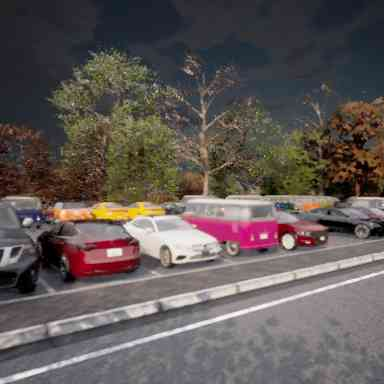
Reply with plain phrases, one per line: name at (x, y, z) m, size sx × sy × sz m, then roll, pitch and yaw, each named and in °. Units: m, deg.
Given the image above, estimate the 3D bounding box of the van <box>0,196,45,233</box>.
van at (-10.703, 1.262, 20.831) m, size 1.878 × 1.987 × 4.442 m, roll 0°, pitch 0°, yaw -35°

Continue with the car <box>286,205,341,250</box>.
car at (3.567, 1.512, 14.801) m, size 2.097 × 1.535 × 5.008 m, roll 0°, pitch 0°, yaw -35°

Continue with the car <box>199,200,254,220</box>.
car at (3.010, 1.534, 30.230) m, size 1.946 × 1.575 × 5.366 m, roll 0°, pitch 0°, yaw -35°

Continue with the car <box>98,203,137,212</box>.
car at (-6.222, 1.504, 23.873) m, size 2.097 × 1.535 × 5.008 m, roll 0°, pitch 0°, yaw -35°

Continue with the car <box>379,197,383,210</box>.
car at (32.232, 1.855, 51.241) m, size 2.435 × 2.045 × 5.566 m, roll 1°, pitch -1°, yaw -35°

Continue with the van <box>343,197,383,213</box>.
van at (23.022, 1.667, 44.857) m, size 1.878 × 1.987 × 4.442 m, roll 1°, pitch -1°, yaw -35°

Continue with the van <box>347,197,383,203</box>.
van at (12.683, 1.319, 21.145) m, size 1.878 × 1.987 × 4.442 m, roll 0°, pitch 0°, yaw -35°

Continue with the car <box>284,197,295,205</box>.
car at (7.410, 1.553, 33.598) m, size 2.097 × 1.535 × 5.008 m, roll 0°, pitch 0°, yaw -35°

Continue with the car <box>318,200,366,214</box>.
car at (18.680, 1.790, 41.613) m, size 2.097 × 1.535 × 5.008 m, roll 1°, pitch -1°, yaw -35°

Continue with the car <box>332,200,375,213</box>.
car at (20.934, 1.883, 43.223) m, size 2.002 × 1.452 × 4.674 m, roll 1°, pitch -1°, yaw -35°

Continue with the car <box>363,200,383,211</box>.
car at (27.703, 2.001, 48.042) m, size 2.097 × 1.535 × 5.008 m, roll 1°, pitch -1°, yaw -35°

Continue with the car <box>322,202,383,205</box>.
car at (10.352, 1.577, 19.631) m, size 2.002 × 1.452 × 4.674 m, roll 0°, pitch 0°, yaw -35°

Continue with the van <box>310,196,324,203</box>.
van at (11.845, 1.406, 36.894) m, size 1.878 × 1.987 × 4.442 m, roll 1°, pitch -1°, yaw -35°

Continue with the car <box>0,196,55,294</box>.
car at (-5.457, 1.228, 8.330) m, size 2.435 × 2.045 × 5.566 m, roll 0°, pitch 0°, yaw -35°

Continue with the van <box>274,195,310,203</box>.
van at (9.617, 1.351, 35.020) m, size 1.878 × 1.987 × 4.442 m, roll 1°, pitch 0°, yaw -35°

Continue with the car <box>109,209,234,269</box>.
car at (-0.954, 1.536, 11.577) m, size 2.002 × 1.452 × 4.674 m, roll 0°, pitch 0°, yaw -35°

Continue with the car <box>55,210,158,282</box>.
car at (-3.230, 1.517, 9.988) m, size 2.163 × 1.488 × 4.792 m, roll 0°, pitch 0°, yaw -35°

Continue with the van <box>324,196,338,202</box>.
van at (13.999, 1.456, 38.429) m, size 1.878 × 1.987 × 4.442 m, roll 1°, pitch -1°, yaw -35°

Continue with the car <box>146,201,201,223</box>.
car at (-1.607, 1.522, 27.160) m, size 2.231 × 1.521 × 4.892 m, roll 0°, pitch 0°, yaw -35°

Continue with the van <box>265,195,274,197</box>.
van at (5.226, 1.320, 31.892) m, size 1.878 × 1.987 × 4.442 m, roll 0°, pitch 0°, yaw -35°

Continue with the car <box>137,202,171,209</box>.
car at (-3.864, 1.512, 25.553) m, size 2.097 × 1.535 × 5.008 m, roll 0°, pitch 0°, yaw -35°

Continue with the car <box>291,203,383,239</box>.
car at (8.109, 1.558, 17.993) m, size 2.163 × 1.488 × 4.792 m, roll 0°, pitch 0°, yaw -35°

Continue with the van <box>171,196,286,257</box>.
van at (1.242, 1.278, 13.281) m, size 1.878 × 1.987 × 4.442 m, roll 0°, pitch 0°, yaw -35°

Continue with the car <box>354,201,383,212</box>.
car at (25.340, 1.986, 46.369) m, size 2.002 × 1.452 × 4.674 m, roll 1°, pitch -1°, yaw -35°

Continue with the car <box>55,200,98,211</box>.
car at (-8.361, 1.371, 22.317) m, size 2.185 × 1.767 × 4.553 m, roll 0°, pitch 0°, yaw -35°

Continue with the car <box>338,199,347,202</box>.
car at (16.340, 1.484, 39.918) m, size 2.435 × 2.045 × 5.566 m, roll 1°, pitch -1°, yaw -35°
